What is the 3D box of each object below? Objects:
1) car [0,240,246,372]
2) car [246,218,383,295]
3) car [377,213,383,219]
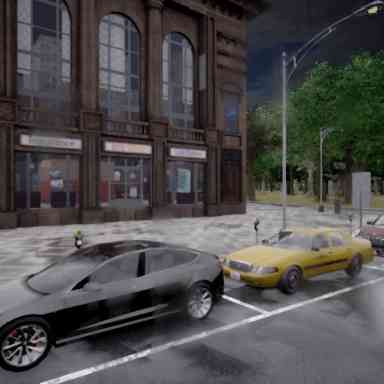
[{"bbox_3d":[-1.376,1.565,5.668,4.313,1.339,1.947,0,0,-36],"label":"car"},{"bbox_3d":[2.911,1.523,8.729,4.829,1.417,1.752,0,0,-36],"label":"car"},{"bbox_3d":[7.474,1.436,11.988,4.097,1.590,1.967,0,0,-36],"label":"car"}]
